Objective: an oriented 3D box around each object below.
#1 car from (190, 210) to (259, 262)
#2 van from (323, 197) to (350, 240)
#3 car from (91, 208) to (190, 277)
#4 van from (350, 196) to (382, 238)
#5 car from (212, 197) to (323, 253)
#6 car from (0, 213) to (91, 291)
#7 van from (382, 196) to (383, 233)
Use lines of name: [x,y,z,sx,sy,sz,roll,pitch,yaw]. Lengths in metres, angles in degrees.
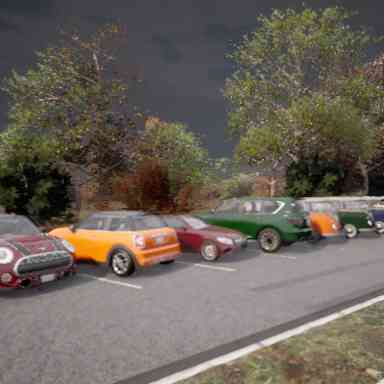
car: [-0.231,1.536,12.219,4.674,1.452,2.002,-1,-1,34]
van: [4.705,1.263,15.620,4.442,1.987,1.878,-1,-1,34]
car: [-2.629,1.372,10.463,4.553,1.767,2.185,-1,0,34]
van: [7.123,1.260,17.356,4.442,1.987,1.878,-1,-1,34]
car: [2.161,1.242,13.966,5.566,2.045,2.435,-1,0,34]
car: [-5.098,1.376,8.773,4.553,1.767,2.185,-1,-1,34]
van: [9.543,1.257,19.092,4.442,1.987,1.878,-1,-1,34]
